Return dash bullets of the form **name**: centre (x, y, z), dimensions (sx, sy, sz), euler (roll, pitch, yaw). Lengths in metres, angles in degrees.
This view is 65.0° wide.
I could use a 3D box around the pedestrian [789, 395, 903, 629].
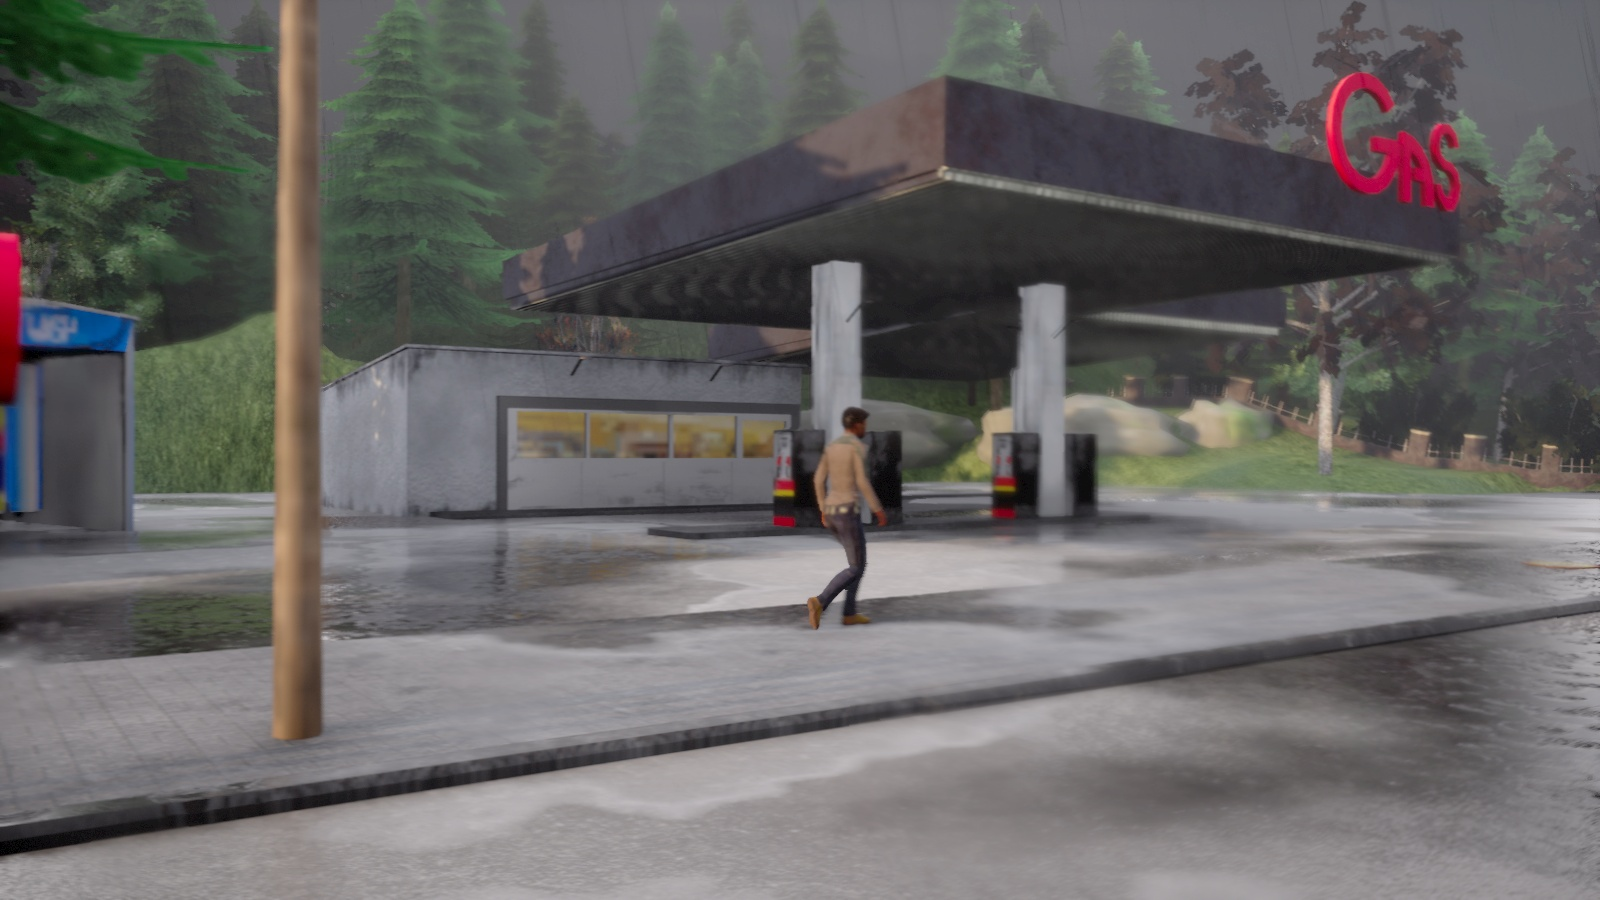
- **pedestrian**: centre (0.370, 0.478, 10.035), dimensions (0.869, 1.805, 0.328), euler (0, 0, -30)
